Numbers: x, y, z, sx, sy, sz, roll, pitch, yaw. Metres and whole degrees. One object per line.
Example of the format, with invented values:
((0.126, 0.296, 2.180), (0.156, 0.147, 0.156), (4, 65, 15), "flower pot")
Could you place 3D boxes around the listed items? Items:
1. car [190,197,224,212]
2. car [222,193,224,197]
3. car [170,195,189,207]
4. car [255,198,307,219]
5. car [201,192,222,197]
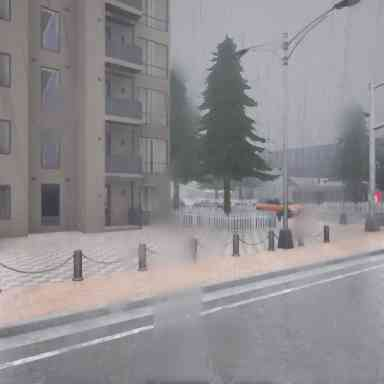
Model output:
((1.828, 1.579, 37.589), (1.994, 1.385, 4.181), (0, 0, -37), "car")
((7.475, 1.092, 94.733), (1.905, 1.878, 3.866), (0, 0, -37), "car")
((-3.254, 1.562, 50.387), (2.033, 1.411, 5.357), (0, 0, -37), "car")
((7.872, 1.367, 29.600), (2.097, 1.767, 4.553), (0, 0, -37), "car")
((5.388, 1.113, 92.669), (1.932, 1.855, 4.605), (0, 0, -37), "car")
